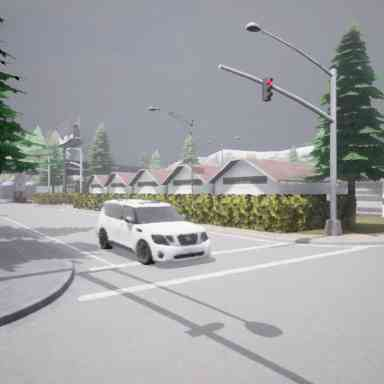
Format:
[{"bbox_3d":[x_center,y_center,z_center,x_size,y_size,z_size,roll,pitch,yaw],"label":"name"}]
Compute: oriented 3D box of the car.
[{"bbox_3d":[-1.680,1.352,12.212,2.150,2.045,5.566,0,1,-36],"label":"car"}]
